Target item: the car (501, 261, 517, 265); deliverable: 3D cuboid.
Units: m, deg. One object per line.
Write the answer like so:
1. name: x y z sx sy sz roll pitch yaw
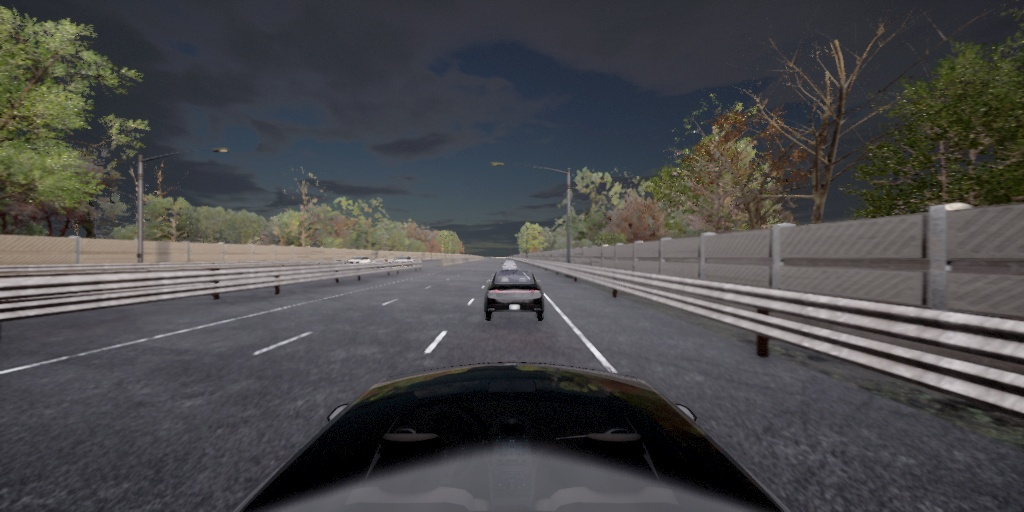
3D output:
1. car: -0.313 1.287 44.611 1.812 1.442 4.674 0 0 -1

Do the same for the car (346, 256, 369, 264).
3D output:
1. car: -25.246 0.987 59.247 2.150 2.045 5.566 0 0 -1

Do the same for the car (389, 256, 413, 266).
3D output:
1. car: -18.271 0.988 60.165 2.150 2.045 5.566 0 0 -1

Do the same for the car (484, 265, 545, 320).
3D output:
1. car: 0.063 1.243 12.632 2.128 1.511 4.902 0 0 0

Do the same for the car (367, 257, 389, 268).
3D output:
1. car: -21.758 1.244 59.391 1.882 1.535 5.008 0 0 -1
